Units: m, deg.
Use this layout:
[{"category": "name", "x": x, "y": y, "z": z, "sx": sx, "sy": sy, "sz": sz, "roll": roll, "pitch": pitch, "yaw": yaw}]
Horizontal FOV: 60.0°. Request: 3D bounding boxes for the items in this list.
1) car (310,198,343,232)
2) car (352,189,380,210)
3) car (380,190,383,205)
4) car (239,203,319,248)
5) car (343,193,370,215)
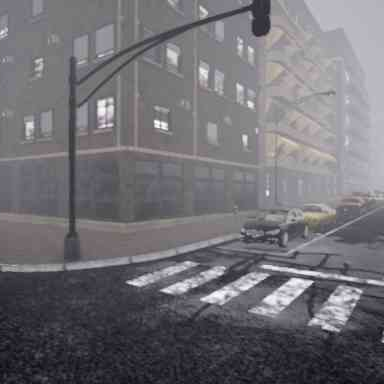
[{"category": "car", "x": 6.562, "y": 1.214, "z": 18.010, "sx": 1.752, "sy": 1.417, "sz": 4.829, "roll": 1, "pitch": 2, "yaw": 35}, {"category": "car", "x": 16.225, "y": 0.769, "z": 31.838, "sx": 2.192, "sy": 1.841, "sz": 5.009, "roll": 1, "pitch": 2, "yaw": 35}, {"category": "car", "x": 22.501, "y": 0.829, "z": 40.832, "sx": 1.752, "sy": 1.417, "sz": 4.829, "roll": 1, "pitch": 2, "yaw": 35}, {"category": "car", "x": 3.471, "y": 1.315, "z": 13.585, "sx": 2.008, "sy": 1.369, "sz": 4.403, "roll": 1, "pitch": 2, "yaw": 35}, {"category": "car", "x": 13.035, "y": 1.076, "z": 27.279, "sx": 1.887, "sy": 1.381, "sz": 4.507, "roll": 1, "pitch": 2, "yaw": 35}]
